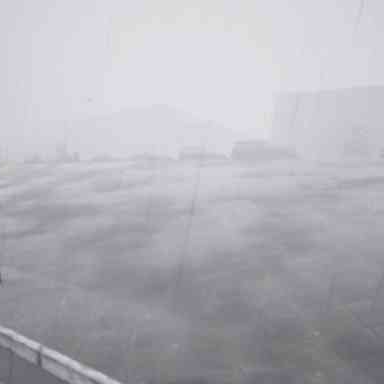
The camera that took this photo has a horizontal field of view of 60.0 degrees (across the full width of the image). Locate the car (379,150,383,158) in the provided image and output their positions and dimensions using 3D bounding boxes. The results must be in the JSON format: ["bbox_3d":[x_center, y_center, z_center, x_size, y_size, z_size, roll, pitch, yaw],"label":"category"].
[{"bbox_3d":[16.277,-2.701,24.220,4.674,1.452,2.002,2,1,22],"label":"car"}]

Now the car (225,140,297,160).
[{"bbox_3d":[6.093,-3.343,28.461,5.566,2.045,2.435,2,1,25],"label":"car"}]

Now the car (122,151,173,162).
[{"bbox_3d":[-4.090,-3.358,33.240,4.892,1.521,2.231,1,1,27],"label":"car"}]

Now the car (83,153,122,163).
[{"bbox_3d":[-8.923,-3.419,35.696,4.674,1.452,2.002,1,1,28],"label":"car"}]

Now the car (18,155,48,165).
[{"bbox_3d":[-18.782,-3.790,41.100,4.553,1.767,2.185,1,1,31],"label":"car"}]

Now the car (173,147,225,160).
[{"bbox_3d":[0.991,-3.361,30.799,4.553,1.767,2.185,1,1,26],"label":"car"}]

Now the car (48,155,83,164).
[{"bbox_3d":[-13.788,-3.530,38.302,4.792,1.488,2.163,1,1,29],"label":"car"}]

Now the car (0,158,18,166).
[{"bbox_3d":[-23.537,-3.766,43.915,5.008,1.535,2.097,1,1,32],"label":"car"}]
